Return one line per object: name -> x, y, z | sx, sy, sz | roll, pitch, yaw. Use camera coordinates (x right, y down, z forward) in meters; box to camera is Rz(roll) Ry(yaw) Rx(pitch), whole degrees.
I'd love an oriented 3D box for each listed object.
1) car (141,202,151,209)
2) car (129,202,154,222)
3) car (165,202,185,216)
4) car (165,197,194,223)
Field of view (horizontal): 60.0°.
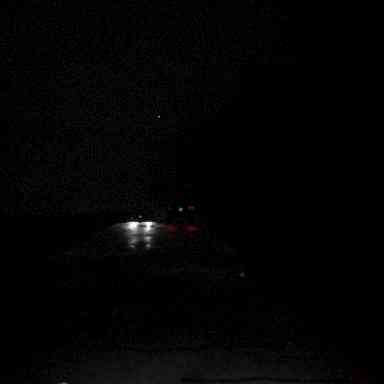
car -> -9.666, 2.836, 69.776 | 1.882, 1.535, 5.008 | 0, -3, -10
car -> -4.329, 1.833, 28.912 | 1.994, 1.385, 4.181 | 0, -1, -5
car -> -2.155, 1.990, 39.961 | 2.033, 1.411, 5.357 | 0, -1, -6
car -> -1.050, 1.472, 28.194 | 2.150, 2.045, 5.566 | 0, -1, -4
